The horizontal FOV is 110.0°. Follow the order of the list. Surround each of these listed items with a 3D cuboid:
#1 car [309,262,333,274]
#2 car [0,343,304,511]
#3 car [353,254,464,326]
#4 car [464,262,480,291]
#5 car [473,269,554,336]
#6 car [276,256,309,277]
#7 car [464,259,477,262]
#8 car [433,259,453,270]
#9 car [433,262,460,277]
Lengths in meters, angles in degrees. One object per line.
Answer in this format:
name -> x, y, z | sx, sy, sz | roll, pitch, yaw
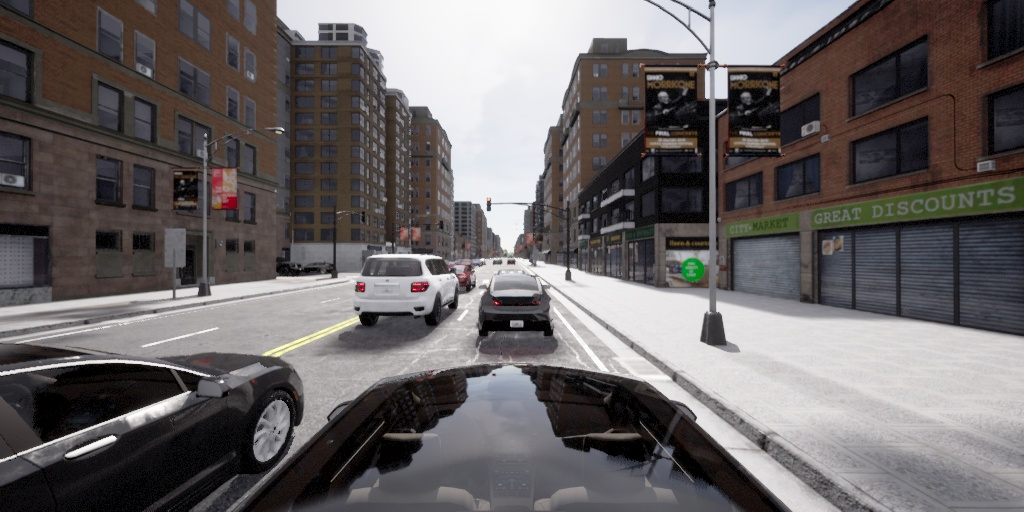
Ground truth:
car -> -22.227, 1.334, 40.689 | 4.313, 1.339, 1.948 | 0, 0, 0
car -> -3.153, 1.254, 1.903 | 1.837, 1.490, 4.892 | 0, 0, 0
car -> -3.173, 0.969, 11.856 | 2.150, 2.045, 5.566 | 0, 0, 1
car -> -3.248, 1.272, 21.556 | 1.812, 1.442, 4.674 | 0, 0, 0
car -> 0.085, 1.253, 10.348 | 1.837, 1.490, 4.892 | 0, 0, 0
car -> -23.555, 0.963, 35.212 | 5.566, 2.045, 2.150 | 0, 0, 0
car -> -6.697, 1.231, 52.015 | 1.882, 1.535, 5.008 | 0, 0, 0
car -> -9.943, 1.231, 52.065 | 1.882, 1.535, 5.008 | 0, 0, 0
car -> -6.670, 1.312, 36.979 | 1.994, 1.385, 4.181 | 0, 0, 0
